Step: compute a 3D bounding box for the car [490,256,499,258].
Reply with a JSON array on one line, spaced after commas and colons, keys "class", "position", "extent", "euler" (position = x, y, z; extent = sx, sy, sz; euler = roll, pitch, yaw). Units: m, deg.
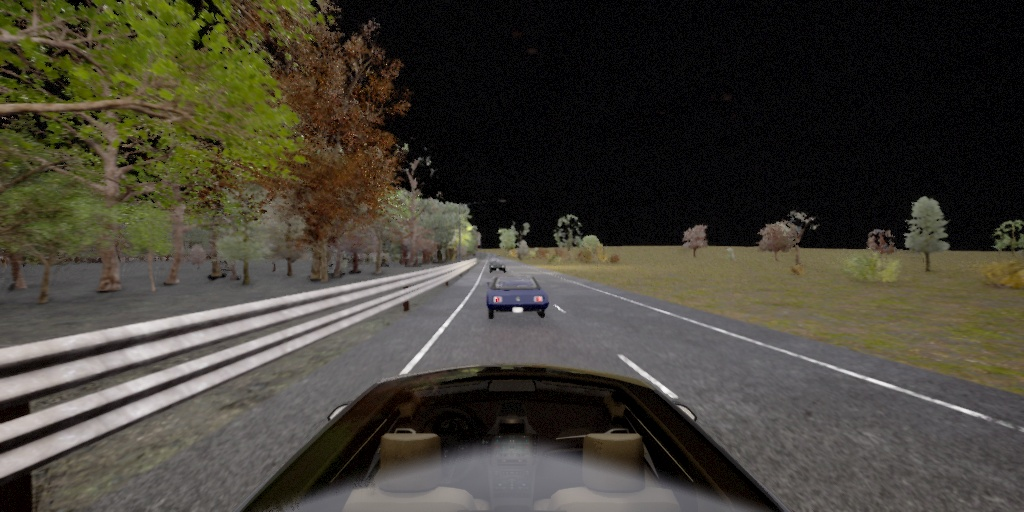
[{"class": "car", "position": [-3.094, 1.115, 65.026], "extent": [1.895, 1.301, 4.718], "euler": [0, 0, -3]}]

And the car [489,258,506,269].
[{"class": "car", "position": [-1.713, 1.206, 42.085], "extent": [1.895, 1.301, 4.718], "euler": [0, 0, -3]}]

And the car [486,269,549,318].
[{"class": "car", "position": [0.045, 1.313, 12.875], "extent": [1.895, 1.301, 4.718], "euler": [0, 0, -3]}]
